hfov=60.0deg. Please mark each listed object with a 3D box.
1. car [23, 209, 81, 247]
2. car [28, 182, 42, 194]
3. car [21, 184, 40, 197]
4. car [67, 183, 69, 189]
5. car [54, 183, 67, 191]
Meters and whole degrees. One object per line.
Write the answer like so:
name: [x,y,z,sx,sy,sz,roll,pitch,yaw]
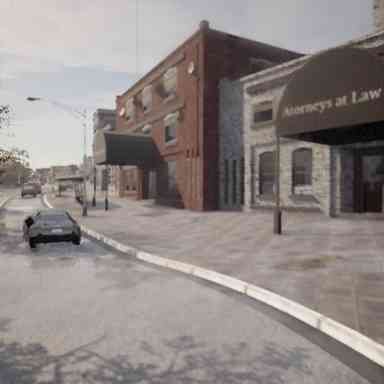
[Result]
car: [-6.141,1.412,14.447,1.994,1.385,4.181,0,1,-29]
car: [-27.171,-0.657,57.267,2.150,2.045,5.566,0,2,-20]
car: [-23.278,-0.039,47.667,1.837,1.490,4.892,0,2,-22]
car: [-32.040,-1.005,81.429,2.163,1.488,4.792,0,1,-17]
car: [-30.434,-0.894,76.170,2.097,1.535,5.008,0,2,-17]
